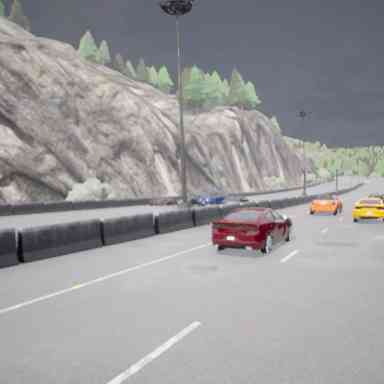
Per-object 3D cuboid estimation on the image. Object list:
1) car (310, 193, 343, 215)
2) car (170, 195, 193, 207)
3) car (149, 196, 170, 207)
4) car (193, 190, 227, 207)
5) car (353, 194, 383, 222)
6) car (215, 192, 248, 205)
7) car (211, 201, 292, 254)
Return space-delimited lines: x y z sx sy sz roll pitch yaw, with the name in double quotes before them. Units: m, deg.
"car" 11.683 0.951 28.739 2.097 1.767 4.553 0 1 30
"car" -0.291 1.126 43.295 2.128 1.511 4.902 0 1 31
"car" -3.883 1.239 44.092 1.994 1.385 4.181 0 1 30
"car" 2.741 0.829 41.559 2.150 2.045 5.566 0 1 31
"car" 12.151 1.123 22.589 1.882 1.535 5.008 0 1 30
"car" 4.972 1.097 38.436 2.128 1.511 4.902 0 1 30
"car" 2.522 1.334 13.032 1.882 1.535 5.008 0 1 30
